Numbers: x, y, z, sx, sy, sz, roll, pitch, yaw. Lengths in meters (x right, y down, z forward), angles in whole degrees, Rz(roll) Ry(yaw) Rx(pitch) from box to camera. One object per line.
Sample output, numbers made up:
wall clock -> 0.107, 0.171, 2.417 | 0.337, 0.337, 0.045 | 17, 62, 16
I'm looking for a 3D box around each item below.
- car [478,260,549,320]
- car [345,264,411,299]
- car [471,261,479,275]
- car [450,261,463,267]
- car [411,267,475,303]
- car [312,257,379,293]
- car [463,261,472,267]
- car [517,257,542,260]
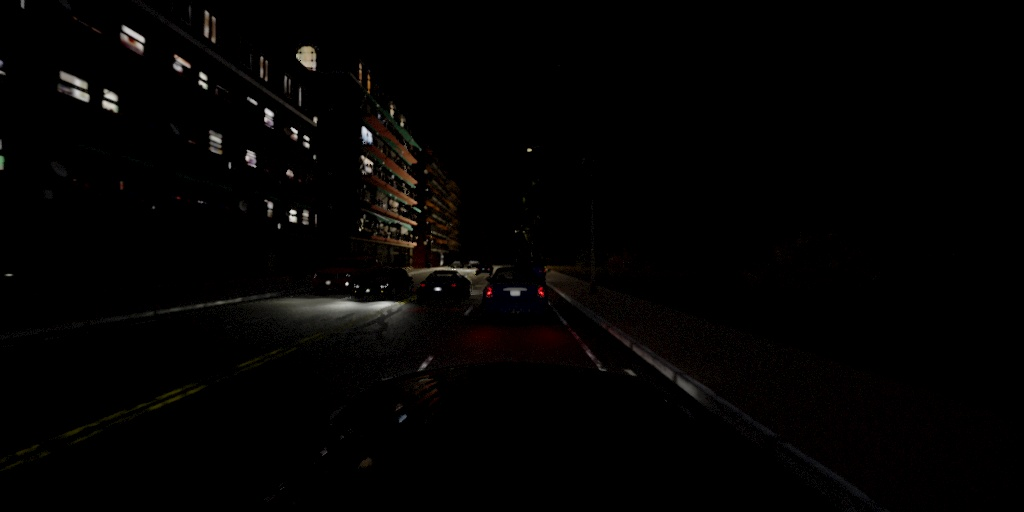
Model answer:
car -> 0.099, 1.162, 12.996 | 2.097, 1.767, 4.553 | 0, 0, 0
car -> -6.604, 1.345, 18.839 | 1.837, 1.490, 4.892 | 0, 0, 0
car -> -3.155, 1.507, 41.941 | 2.033, 1.411, 5.357 | 0, 0, 0
car -> -9.784, 1.633, 63.875 | 1.994, 1.385, 4.181 | 0, 0, 1
car -> -3.152, 1.396, 17.233 | 1.994, 1.385, 4.181 | 0, 0, 0
car -> -9.854, 1.078, 21.980 | 2.150, 2.045, 5.566 | 0, 0, 0
car -> -6.557, 1.548, 61.354 | 2.128, 1.511, 4.902 | 0, 0, 1
car -> 1.134, 1.098, 24.988 | 2.150, 2.045, 5.566 | 0, 0, 0
